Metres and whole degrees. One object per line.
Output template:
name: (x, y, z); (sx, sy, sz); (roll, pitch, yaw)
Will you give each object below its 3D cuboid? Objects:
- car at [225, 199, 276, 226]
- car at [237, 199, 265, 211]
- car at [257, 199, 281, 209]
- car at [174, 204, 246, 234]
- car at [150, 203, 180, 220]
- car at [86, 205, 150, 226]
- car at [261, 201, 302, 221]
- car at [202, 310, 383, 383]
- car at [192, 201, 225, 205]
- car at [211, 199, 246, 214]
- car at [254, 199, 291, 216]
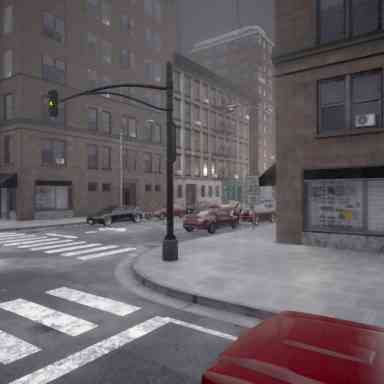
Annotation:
car: (4.349, 1.411, 23.402); (1.967, 1.590, 4.097); (0, 0, 36)
car: (7.469, 1.599, 41.531); (1.802, 1.307, 4.206); (0, 0, 36)
car: (10.683, 1.600, 46.016); (1.802, 1.307, 4.206); (0, 0, 36)
car: (1.135, 1.555, 18.916); (1.802, 1.307, 4.206); (0, 0, 36)
car: (-2.174, 1.603, 28.075); (1.802, 1.307, 4.206); (0, 0, 36)
car: (-5.389, 1.589, 23.589); (1.947, 1.339, 4.313); (0, 0, 36)
car: (7.664, 1.494, 28.026); (1.752, 1.417, 4.829); (0, 0, 36)
car: (2.320, 1.601, 2.034); (4.718, 1.301, 1.895); (0, 0, 36)
car: (1.040, 1.564, 32.560); (1.887, 1.381, 4.507); (0, 0, 36)
car: (4.155, 1.543, 36.907); (1.752, 1.417, 4.829); (0, 0, 36)
car: (8.073, 1.461, 32.957); (1.882, 1.535, 5.008); (0, 0, 36)
